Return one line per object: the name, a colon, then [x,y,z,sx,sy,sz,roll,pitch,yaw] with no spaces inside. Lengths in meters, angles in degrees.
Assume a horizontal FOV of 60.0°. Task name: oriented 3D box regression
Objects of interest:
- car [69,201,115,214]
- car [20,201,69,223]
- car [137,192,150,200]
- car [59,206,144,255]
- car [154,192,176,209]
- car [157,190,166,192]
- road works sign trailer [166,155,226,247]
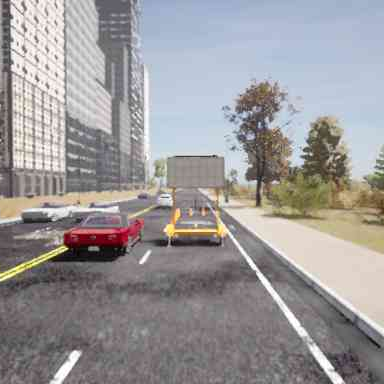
car: [-6.342,1.292,22.480,1.895,1.301,4.718,0,1,1]
car: [-9.592,1.301,22.514,1.895,1.301,4.718,0,1,1]
car: [-9.096,0.726,62.935,1.895,1.301,4.718,0,1,1]
car: [-3.002,1.426,12.481,1.895,1.301,4.718,0,1,1]
car: [-2.759,1.015,35.909,1.812,1.442,4.674,0,1,1]
car: [-5.857,0.468,62.993,2.097,1.767,4.553,0,1,1]
road works sign trailer: [0.159,0.261,13.860,2.380,3.560,2.880,0,1,1]
